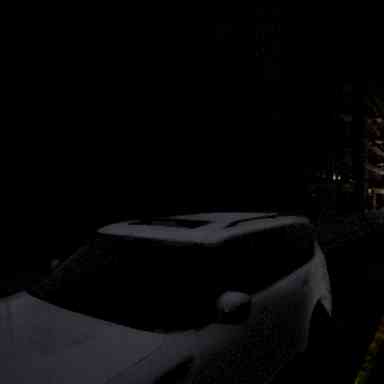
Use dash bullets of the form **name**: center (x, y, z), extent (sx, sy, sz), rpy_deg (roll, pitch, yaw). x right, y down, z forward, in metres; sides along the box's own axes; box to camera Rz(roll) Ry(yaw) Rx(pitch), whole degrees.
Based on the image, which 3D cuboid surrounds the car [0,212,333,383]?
- **car**: center (-0.115, 1.294, 3.651), extent (2.150, 2.045, 5.566), rpy_deg (-1, -1, 36)
